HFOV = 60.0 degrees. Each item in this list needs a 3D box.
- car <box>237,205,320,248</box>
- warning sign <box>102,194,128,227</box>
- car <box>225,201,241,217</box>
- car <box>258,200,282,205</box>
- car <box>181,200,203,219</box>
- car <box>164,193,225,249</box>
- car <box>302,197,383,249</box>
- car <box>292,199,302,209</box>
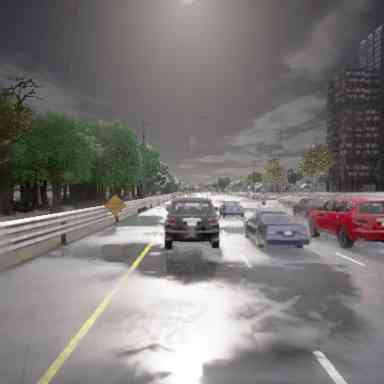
[{"bbox_3d":[3.500,1.543,14.649,2.033,1.411,5.357,0,0,0],"label":"car"},{"bbox_3d":[-4.544,1.082,19.744,1.300,1.860,1.060,0,1,0],"label":"warning sign"},{"bbox_3d":[3.500,1.492,29.648,2.033,1.411,5.357,0,0,0],"label":"car"},{"bbox_3d":[7.000,1.462,29.648,1.812,1.442,4.674,0,0,0],"label":"car"},{"bbox_3d":[0.000,1.462,29.648,1.812,1.442,4.674,0,0,0],"label":"car"},{"bbox_3d":[0.000,1.238,14.678,2.150,2.045,5.566,0,0,0],"label":"car"},{"bbox_3d":[7.000,1.238,14.678,2.150,2.045,5.566,0,0,0],"label":"car"},{"bbox_3d":[10.500,1.295,29.617,2.097,1.767,4.553,0,0,0],"label":"car"}]
